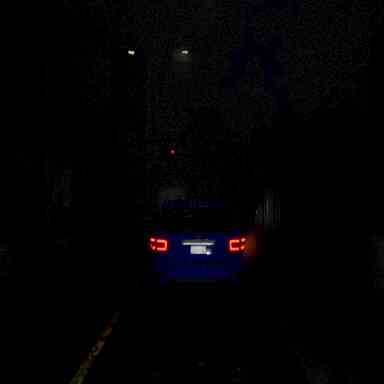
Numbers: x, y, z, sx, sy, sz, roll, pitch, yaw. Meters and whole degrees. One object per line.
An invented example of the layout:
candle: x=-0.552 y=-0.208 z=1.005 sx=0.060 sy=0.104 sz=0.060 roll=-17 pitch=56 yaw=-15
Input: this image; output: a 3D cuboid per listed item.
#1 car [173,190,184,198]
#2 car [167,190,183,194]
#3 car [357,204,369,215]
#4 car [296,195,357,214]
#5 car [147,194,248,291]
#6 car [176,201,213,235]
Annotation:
car: x=-2.579 y=0.349 z=64.872 sx=1.895 sy=1.301 sz=4.718 roll=0 pitch=2 yaw=1
car: x=-2.712 y=0.831 z=45.161 sx=2.128 sy=1.511 sz=4.902 roll=0 pitch=2 yaw=-1
car: x=18.218 y=1.525 z=32.402 sx=4.206 sy=1.307 sz=1.802 roll=1 pitch=0 yaw=0
car: x=12.820 y=1.182 z=32.409 sx=5.009 sy=1.841 sz=2.192 roll=1 pitch=0 yaw=0
car: x=0.111 y=1.195 z=9.099 sx=2.150 sy=2.045 sz=5.566 roll=0 pitch=0 yaw=0
car: x=0.118 y=1.389 z=19.125 sx=1.837 sy=1.490 sz=4.892 roll=0 pitch=1 yaw=-1
